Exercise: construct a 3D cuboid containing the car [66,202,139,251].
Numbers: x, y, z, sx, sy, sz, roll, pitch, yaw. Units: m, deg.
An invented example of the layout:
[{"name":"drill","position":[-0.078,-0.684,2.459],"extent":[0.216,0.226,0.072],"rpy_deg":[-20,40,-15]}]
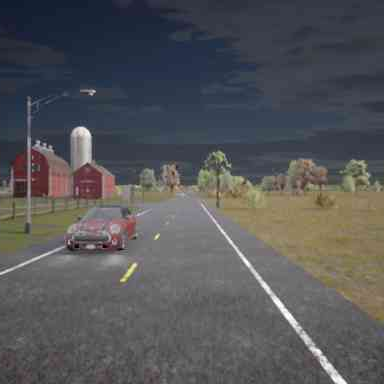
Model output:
[{"name":"car","position":[-3.604,1.351,14.062],"extent":[2.097,1.767,4.553],"rpy_deg":[0,0,0]}]
